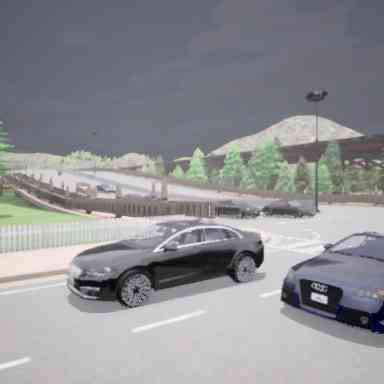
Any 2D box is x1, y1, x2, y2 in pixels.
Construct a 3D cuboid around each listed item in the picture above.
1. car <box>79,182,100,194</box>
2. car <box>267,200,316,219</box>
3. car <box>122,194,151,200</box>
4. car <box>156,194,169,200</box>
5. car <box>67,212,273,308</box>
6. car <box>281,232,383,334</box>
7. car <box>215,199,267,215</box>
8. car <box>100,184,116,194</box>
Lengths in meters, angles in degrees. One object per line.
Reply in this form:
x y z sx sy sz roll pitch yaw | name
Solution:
-17.945 -0.729 56.399 2.097 1.767 4.553 0 7 -37 | car
8.010 1.388 27.720 1.812 1.442 4.674 -1 0 -37 | car
-7.224 1.029 42.007 1.837 1.490 4.892 0 4 -37 | car
-4.935 0.999 44.780 2.033 1.411 5.357 0 4 -37 | car
-0.374 1.466 7.952 4.902 1.511 2.128 0 0 -35 | car
3.693 1.524 6.521 4.181 1.385 1.994 0 0 -35 | car
3.550 1.388 27.784 1.837 1.490 4.892 0 0 -37 | car
-15.163 -0.616 58.525 2.033 1.411 5.357 0 7 -37 | car
